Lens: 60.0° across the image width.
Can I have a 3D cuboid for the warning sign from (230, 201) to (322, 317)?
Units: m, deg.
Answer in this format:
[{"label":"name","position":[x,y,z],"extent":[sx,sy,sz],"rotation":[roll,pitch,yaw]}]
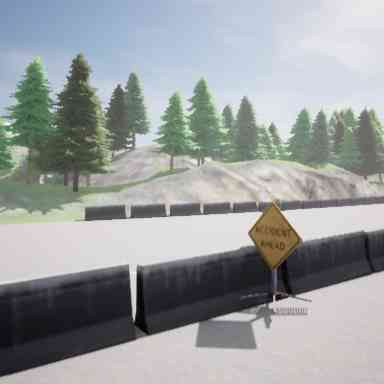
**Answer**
[{"label":"warning sign","position":[1.552,1.114,6.270],"extent":[1.060,1.860,1.300],"rotation":[0,0,-35]}]
